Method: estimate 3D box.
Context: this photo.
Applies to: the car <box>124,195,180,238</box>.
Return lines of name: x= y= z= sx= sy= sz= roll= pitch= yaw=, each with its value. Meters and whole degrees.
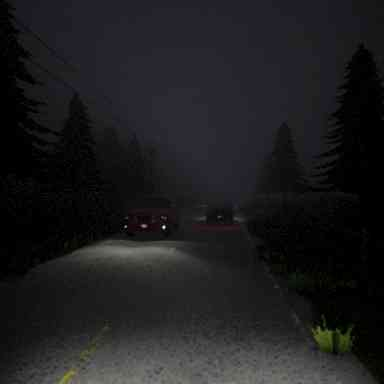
car: x=-1.963 y=1.207 z=18.075 sx=2.150 sy=2.045 sz=5.566 roll=0 pitch=0 yaw=5

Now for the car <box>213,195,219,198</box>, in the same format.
car: x=4.112 y=1.485 z=42.006 sx=2.128 sy=1.511 sz=4.902 roll=0 pitch=0 yaw=8

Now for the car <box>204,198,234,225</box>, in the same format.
car: x=2.045 y=1.472 z=24.360 sx=1.882 sy=1.535 sz=5.008 roll=0 pitch=0 yaw=5

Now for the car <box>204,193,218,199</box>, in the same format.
car: x=3.523 y=1.204 z=58.720 sx=2.150 sy=2.045 sz=5.566 roll=0 pitch=0 yaw=12
